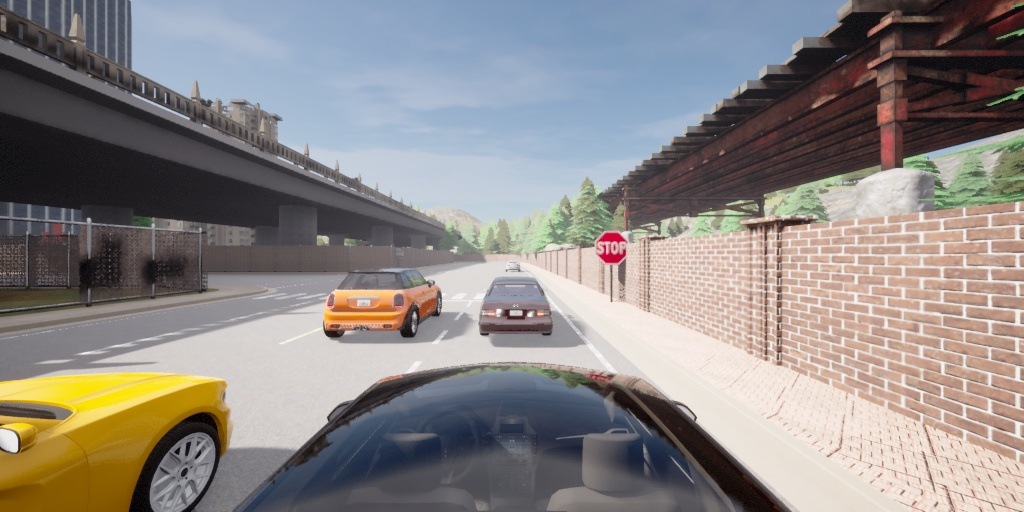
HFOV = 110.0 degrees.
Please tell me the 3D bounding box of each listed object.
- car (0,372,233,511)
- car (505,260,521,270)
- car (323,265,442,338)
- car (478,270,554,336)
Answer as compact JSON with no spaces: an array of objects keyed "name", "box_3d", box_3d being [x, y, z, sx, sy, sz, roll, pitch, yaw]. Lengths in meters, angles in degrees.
[{"name":"car","box_3d":[-3.398,1.228,1.114,1.882,1.535,5.008,0,0,0]},{"name":"car","box_3d":[0.125,1.276,46.264,1.812,1.442,4.674,0,0,-1]},{"name":"car","box_3d":[-3.411,1.102,10.371,2.097,1.767,4.553,0,0,0]},{"name":"car","box_3d":[0.090,1.297,10.390,2.033,1.411,5.357,0,0,0]}]
